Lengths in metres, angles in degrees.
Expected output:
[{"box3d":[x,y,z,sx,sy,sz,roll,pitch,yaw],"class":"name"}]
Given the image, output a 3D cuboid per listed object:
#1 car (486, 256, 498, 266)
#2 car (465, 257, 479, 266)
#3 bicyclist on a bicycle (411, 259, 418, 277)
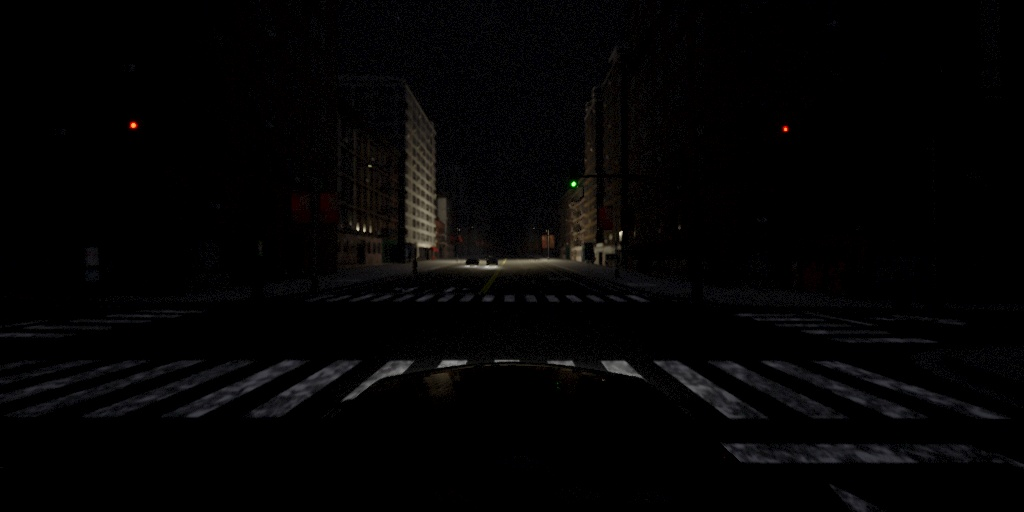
[{"box3d":[-3.277,0.778,59.540,2.128,1.511,4.902,0,1,0],"class":"car"},{"box3d":[-6.527,0.850,59.539,1.994,1.385,4.181,0,1,0],"class":"car"},{"box3d":[-8.763,1.100,32.386,0.582,1.620,1.656,0,1,0],"class":"bicyclist on a bicycle"}]
